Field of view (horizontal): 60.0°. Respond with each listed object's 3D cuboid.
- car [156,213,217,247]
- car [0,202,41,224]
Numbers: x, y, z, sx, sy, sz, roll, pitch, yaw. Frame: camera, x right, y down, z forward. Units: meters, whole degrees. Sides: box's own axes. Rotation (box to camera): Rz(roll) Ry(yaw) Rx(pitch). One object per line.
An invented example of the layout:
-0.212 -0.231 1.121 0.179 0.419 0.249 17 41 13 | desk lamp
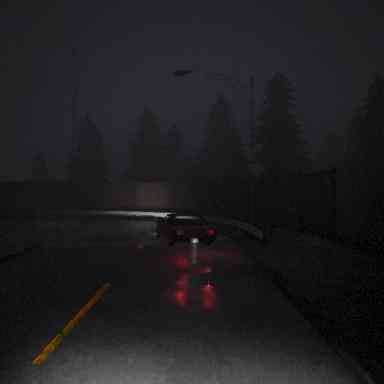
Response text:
-0.446 1.618 15.150 1.895 1.301 4.718 0 0 -15 | car
-13.655 1.495 24.229 4.902 1.511 2.128 0 0 0 | car
